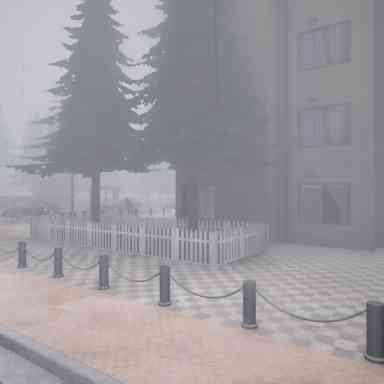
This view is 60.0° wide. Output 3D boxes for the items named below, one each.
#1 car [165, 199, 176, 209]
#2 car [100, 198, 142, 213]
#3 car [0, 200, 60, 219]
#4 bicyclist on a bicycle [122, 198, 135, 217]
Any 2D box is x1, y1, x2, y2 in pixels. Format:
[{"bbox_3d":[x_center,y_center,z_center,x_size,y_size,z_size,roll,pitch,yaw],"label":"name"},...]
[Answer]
[{"bbox_3d":[-1.612,1.510,45.076,1.812,1.442,4.674,0,0,37],"label":"car"},{"bbox_3d":[-7.825,1.462,36.946,1.882,1.535,5.008,0,0,37],"label":"car"},{"bbox_3d":[-13.951,1.476,28.893,2.128,1.511,4.902,0,0,37],"label":"car"},{"bbox_3d":[-5.345,1.285,27.851,1.656,1.620,0.582,0,0,37],"label":"bicyclist on a bicycle"}]
